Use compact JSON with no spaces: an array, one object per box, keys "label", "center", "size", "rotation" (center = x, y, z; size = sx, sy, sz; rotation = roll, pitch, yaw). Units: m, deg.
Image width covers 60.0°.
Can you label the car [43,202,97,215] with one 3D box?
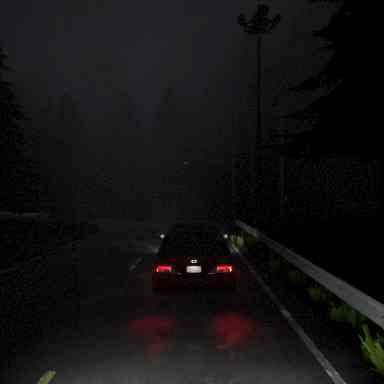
[{"label":"car","center":[-11.573,1.655,31.462],"size":[5.008,1.535,1.882],"rotation":[5,1,6]}]

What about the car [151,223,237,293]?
[{"label":"car","center":[0.054,1.547,8.969],"size":[2.033,1.411,5.357],"rotation":[0,0,0]}]
